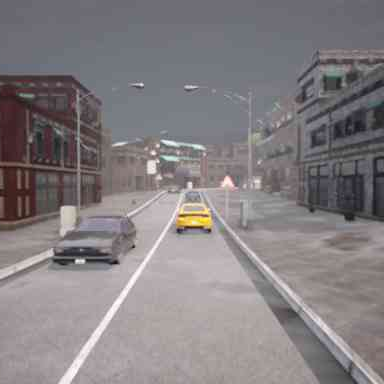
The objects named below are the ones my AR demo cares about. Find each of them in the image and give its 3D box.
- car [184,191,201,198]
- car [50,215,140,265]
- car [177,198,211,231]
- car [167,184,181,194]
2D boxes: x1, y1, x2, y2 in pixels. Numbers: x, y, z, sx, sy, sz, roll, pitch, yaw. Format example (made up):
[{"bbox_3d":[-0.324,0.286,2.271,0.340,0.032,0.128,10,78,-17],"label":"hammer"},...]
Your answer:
[{"bbox_3d":[0.101,0.606,38.505,2.033,1.411,5.357,0,5,0],"label":"car"},{"bbox_3d":[-3.098,1.544,11.898,2.033,1.411,5.357,0,0,0],"label":"car"},{"bbox_3d":[0.101,1.387,19.859,1.882,1.535,5.008,0,1,0],"label":"car"},{"bbox_3d":[-2.905,-0.482,54.459,2.128,1.511,4.902,0,4,2],"label":"car"}]
